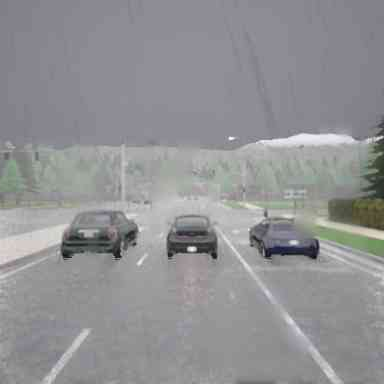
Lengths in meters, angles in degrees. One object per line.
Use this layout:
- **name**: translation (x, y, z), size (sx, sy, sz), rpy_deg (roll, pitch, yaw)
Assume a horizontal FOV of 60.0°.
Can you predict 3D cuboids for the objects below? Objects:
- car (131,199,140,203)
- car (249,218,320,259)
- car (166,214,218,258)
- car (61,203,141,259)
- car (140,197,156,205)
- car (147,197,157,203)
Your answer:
- **car**: translation (-14.178, 2.503, 84.632), size (1.895, 1.301, 4.718), rpy_deg (0, -1, 1)
- **car**: translation (3.512, 1.711, 13.357), size (1.994, 1.385, 4.181), rpy_deg (0, -1, 0)
- **car**: translation (0.013, 1.655, 13.486), size (1.837, 1.490, 4.892), rpy_deg (0, 0, 0)
- **car**: translation (-3.486, 1.498, 13.410), size (2.097, 1.767, 4.553), rpy_deg (0, -1, 0)
- **car**: translation (-10.732, 2.469, 81.023), size (1.895, 1.301, 4.718), rpy_deg (0, -1, 1)
- **car**: translation (-10.622, 2.074, 88.356), size (1.837, 1.490, 4.892), rpy_deg (0, -1, 1)
